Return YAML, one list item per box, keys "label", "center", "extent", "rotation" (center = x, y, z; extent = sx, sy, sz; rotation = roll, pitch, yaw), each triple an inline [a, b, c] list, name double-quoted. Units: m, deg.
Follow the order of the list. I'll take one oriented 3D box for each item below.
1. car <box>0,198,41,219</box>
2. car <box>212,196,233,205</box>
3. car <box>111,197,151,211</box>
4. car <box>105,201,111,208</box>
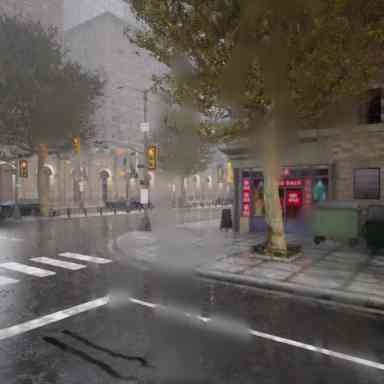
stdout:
- label: "car"
  center: [-15.435, 1.351, 29.258]
  extent: [2.097, 1.767, 4.553]
  rotation: [0, 0, 34]
- label: "car"
  center: [5.394, 1.507, 58.117]
  extent: [1.837, 1.490, 4.892]
  rotation: [0, -1, 36]
- label: "car"
  center: [-7.147, 1.352, 40.821]
  extent: [2.097, 1.767, 4.553]
  rotation: [0, 0, 36]
- label: "car"
  center: [-10.215, 1.595, 47.935]
  extent: [1.895, 1.301, 4.718]
  rotation: [0, 0, 36]
